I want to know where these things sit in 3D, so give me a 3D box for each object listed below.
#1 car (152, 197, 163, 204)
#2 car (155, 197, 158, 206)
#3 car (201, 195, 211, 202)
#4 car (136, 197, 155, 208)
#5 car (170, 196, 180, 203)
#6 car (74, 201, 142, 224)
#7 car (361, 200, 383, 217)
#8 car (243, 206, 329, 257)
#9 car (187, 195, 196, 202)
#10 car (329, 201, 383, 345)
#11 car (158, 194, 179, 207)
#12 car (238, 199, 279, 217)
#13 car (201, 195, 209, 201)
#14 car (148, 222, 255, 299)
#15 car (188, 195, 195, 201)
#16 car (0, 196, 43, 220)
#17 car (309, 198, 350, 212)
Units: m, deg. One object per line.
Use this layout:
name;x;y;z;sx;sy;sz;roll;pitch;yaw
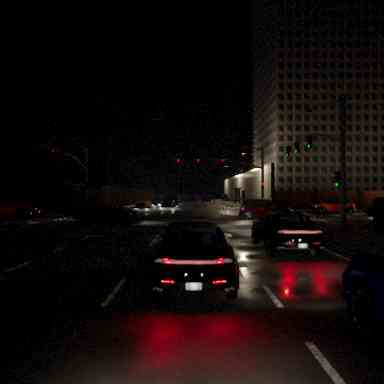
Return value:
car;-7.063;1.712;68.736;1.895;1.301;4.718;0;0;0
car;-7.133;1.573;58.573;1.882;1.535;5.008;0;0;0
car;3.428;1.652;78.791;1.812;1.442;4.674;0;0;0
car;-7.136;1.558;49.251;1.882;1.535;5.008;0;0;0
car;-3.565;1.593;71.102;1.882;1.535;5.008;0;0;0
car;-6.429;1.594;24.958;4.674;1.442;1.812;0;0;0
car;19.384;1.585;32.238;5.008;1.535;1.882;0;0;0
car;3.569;1.513;13.091;2.128;1.511;4.902;0;0;0
car;-0.072;1.474;78.746;2.097;1.767;4.553;0;0;0
car;3.597;1.227;3.246;2.150;2.045;5.566;0;0;0
car;-3.633;1.435;51.365;2.097;1.767;4.553;0;0;0
car;6.318;1.433;28.499;4.553;1.767;2.097;0;0;0
car;3.418;1.644;89.097;1.837;1.490;4.892;0;0;0
car;0.049;1.505;8.475;2.128;1.511;4.902;0;0;0
car;-0.082;1.472;88.999;1.837;1.490;4.892;0;0;0
car;-15.815;1.324;28.435;5.566;2.045;2.150;0;0;0
car;15.000;1.465;35.726;4.553;1.767;2.097;0;0;0
